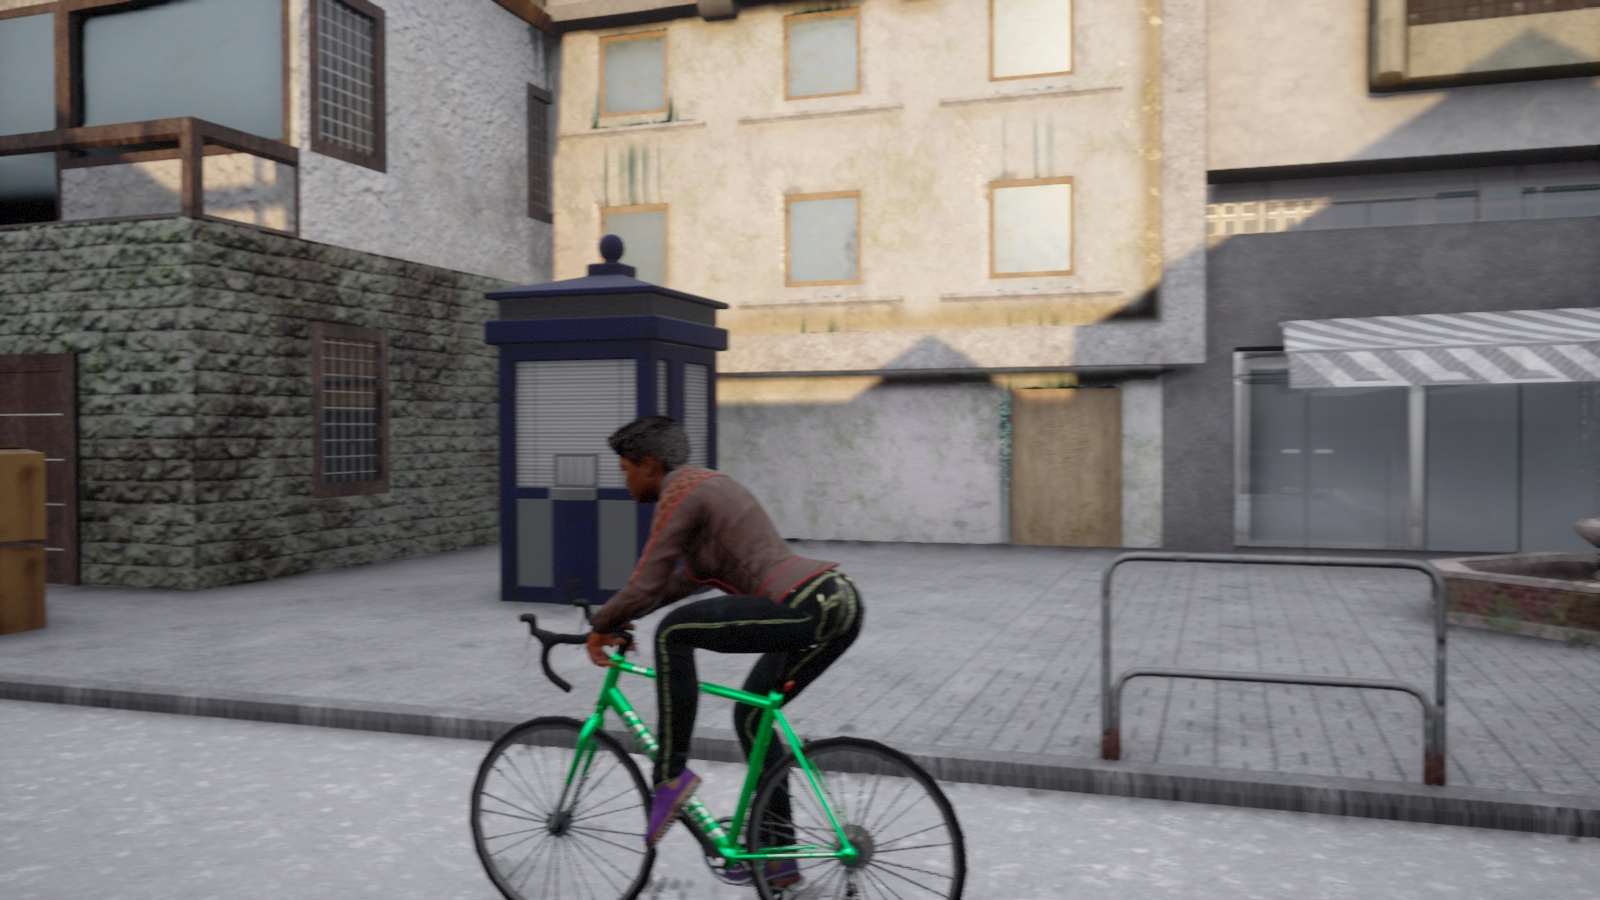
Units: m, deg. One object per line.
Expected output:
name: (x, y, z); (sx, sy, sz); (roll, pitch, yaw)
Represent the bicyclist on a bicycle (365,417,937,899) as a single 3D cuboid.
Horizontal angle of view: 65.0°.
bicyclist on a bicycle: (-0.456, 0.716, 3.873); (1.656, 1.620, 0.582); (0, 1, 19)
